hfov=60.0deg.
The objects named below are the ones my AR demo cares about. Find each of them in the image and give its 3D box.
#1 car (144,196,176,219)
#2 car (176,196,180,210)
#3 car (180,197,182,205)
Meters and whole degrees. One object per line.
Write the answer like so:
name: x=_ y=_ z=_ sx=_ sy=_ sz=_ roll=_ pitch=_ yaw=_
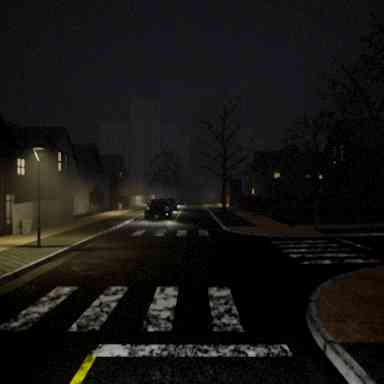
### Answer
car: x=-2.787 y=1.336 z=28.529 sx=2.097 sy=1.767 sz=4.553 roll=0 pitch=0 yaw=0
car: x=-2.761 y=1.505 z=40.476 sx=1.812 sy=1.442 sz=4.674 roll=0 pitch=0 yaw=0
car: x=-2.654 y=1.467 z=57.370 sx=2.128 sy=1.511 sz=4.902 roll=0 pitch=0 yaw=1
